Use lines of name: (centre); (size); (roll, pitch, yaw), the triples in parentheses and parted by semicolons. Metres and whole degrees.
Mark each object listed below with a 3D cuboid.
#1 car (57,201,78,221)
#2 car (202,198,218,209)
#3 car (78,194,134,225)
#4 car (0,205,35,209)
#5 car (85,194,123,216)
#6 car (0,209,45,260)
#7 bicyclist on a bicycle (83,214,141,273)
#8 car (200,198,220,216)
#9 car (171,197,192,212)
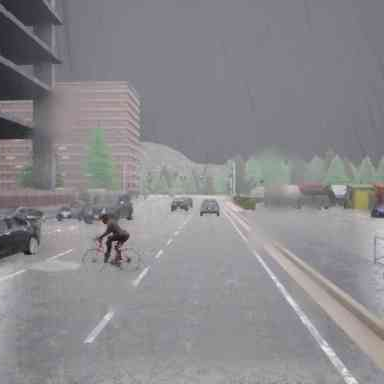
car: (-9.154, 1.492, 26.895); (2.128, 1.511, 4.902); (0, 0, 3)
car: (2.450, 1.564, 45.400); (1.994, 1.385, 4.181); (0, 0, 3)
car: (-5.869, 1.218, 24.168); (2.150, 2.045, 5.566); (0, 0, 6)
car: (-9.737, 1.492, 17.806); (2.128, 1.511, 4.902); (0, 0, 3)
car: (-8.824, 1.221, 34.025); (2.150, 2.045, 5.566); (0, 0, 3)
car: (-6.622, 1.504, 10.512); (1.837, 1.490, 4.892); (0, 0, 3)
bicyclist on a bicycle: (-2.254, 1.452, 9.290); (1.656, 1.620, 0.582); (0, 0, 3)
car: (1.768, 1.547, 32.671); (2.033, 1.411, 5.357); (0, 0, 4)
car: (-1.374, 1.505, 39.430); (1.837, 1.490, 4.892); (0, 0, 3)
